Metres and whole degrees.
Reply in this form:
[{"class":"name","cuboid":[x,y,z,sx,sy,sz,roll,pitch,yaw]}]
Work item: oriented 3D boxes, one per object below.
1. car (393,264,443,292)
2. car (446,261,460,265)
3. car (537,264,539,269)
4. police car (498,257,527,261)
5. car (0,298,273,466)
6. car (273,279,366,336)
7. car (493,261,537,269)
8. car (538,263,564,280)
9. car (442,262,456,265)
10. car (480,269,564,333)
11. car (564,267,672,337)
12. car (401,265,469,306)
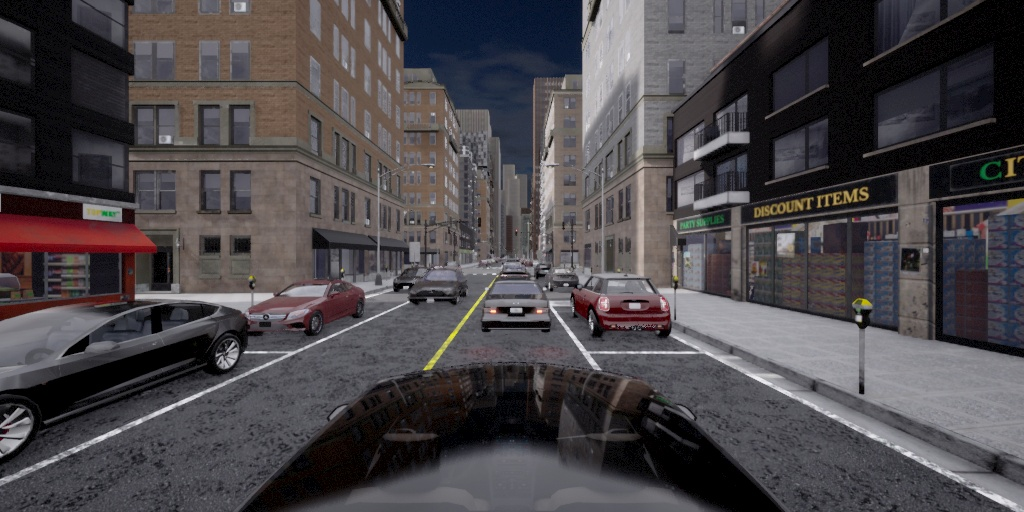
[{"class":"car","cuboid":[-5.631,1.316,21.317,1.948,1.339,4.313,0,0,0]},{"class":"car","cuboid":[-5.609,1.193,32.320,1.967,1.591,4.097,0,0,0]},{"class":"car","cuboid":[2.917,1.319,32.302,1.948,1.339,4.313,0,0,0]},{"class":"police car","cuboid":[0.057,1.178,31.311,1.930,1.638,5.238,0,0,0]},{"class":"car","cuboid":[-5.665,1.316,4.813,1.948,1.339,4.313,0,0,0]},{"class":"car","cuboid":[-5.654,1.332,10.315,1.802,1.307,4.207,0,0,0]},{"class":"car","cuboid":[0.136,1.242,21.291,2.128,1.511,4.902,0,0,0]},{"class":"car","cuboid":[2.894,1.301,21.299,2.007,1.370,4.403,0,0,0]},{"class":"car","cuboid":[-5.620,1.334,26.818,1.802,1.307,4.207,0,0,0]},{"class":"car","cuboid":[0.113,1.297,10.769,2.033,1.411,5.357,0,0,0]},{"class":"car","cuboid":[2.872,1.190,10.297,1.967,1.591,4.097,0,0,0]},{"class":"car","cuboid":[-3.070,1.297,16.177,2.033,1.411,5.357,0,0,0]}]
